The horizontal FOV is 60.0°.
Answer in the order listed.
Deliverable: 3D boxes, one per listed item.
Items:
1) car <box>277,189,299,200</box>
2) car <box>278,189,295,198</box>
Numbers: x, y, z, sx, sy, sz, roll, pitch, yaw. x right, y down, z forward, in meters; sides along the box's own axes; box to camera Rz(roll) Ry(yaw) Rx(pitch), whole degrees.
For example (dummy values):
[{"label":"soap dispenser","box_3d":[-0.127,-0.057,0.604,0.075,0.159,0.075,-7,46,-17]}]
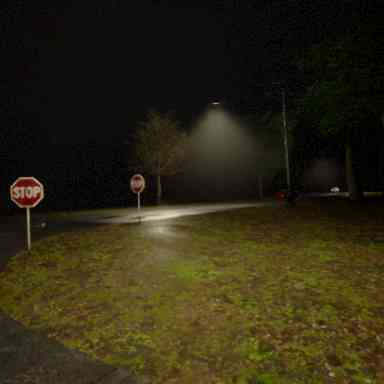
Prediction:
[{"label":"car","box_3d":[13.459,0.285,46.519,1.882,1.535,5.008,-4,-1,34]},{"label":"car","box_3d":[19.046,0.275,67.029,1.837,1.490,4.892,-4,-1,34]}]
